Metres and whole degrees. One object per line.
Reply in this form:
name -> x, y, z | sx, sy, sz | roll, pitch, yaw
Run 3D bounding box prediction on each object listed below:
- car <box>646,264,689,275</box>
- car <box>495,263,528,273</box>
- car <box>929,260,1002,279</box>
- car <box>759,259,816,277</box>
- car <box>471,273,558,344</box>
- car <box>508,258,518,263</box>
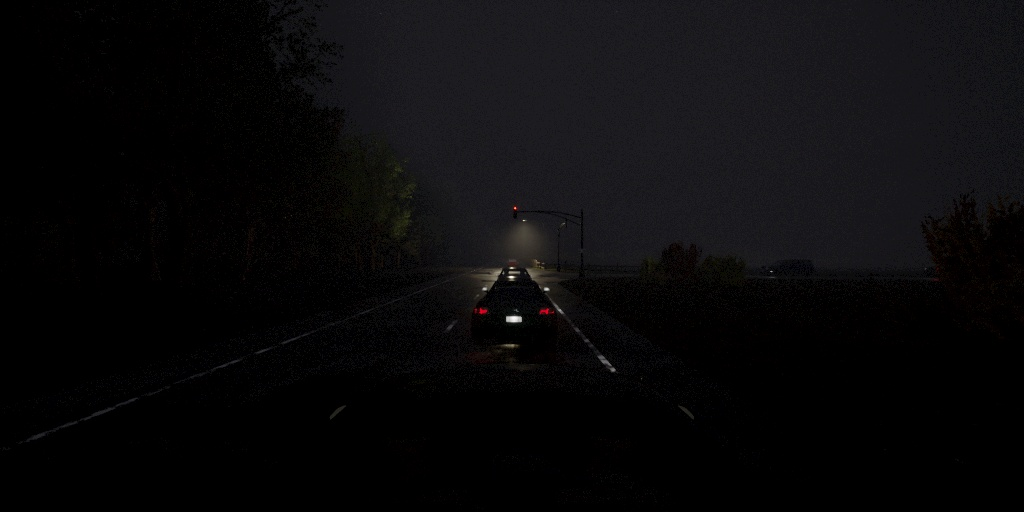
car -> 18.047, 1.495, 41.812 | 4.902, 1.511, 2.128 | 1, -1, 1
car -> 0.120, 1.301, 18.844 | 2.033, 1.411, 5.357 | 0, 0, 0
car -> 48.591, 1.498, 38.024 | 5.566, 2.045, 2.150 | 1, -1, 0
car -> 32.000, 1.378, 41.719 | 5.566, 2.045, 2.150 | 1, -1, 0
car -> 0.092, 1.316, 9.640 | 1.994, 1.385, 4.181 | 0, 0, 1
car -> 0.132, 1.301, 64.179 | 2.033, 1.411, 5.357 | 0, 0, 1
